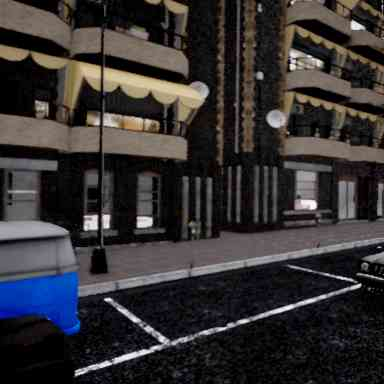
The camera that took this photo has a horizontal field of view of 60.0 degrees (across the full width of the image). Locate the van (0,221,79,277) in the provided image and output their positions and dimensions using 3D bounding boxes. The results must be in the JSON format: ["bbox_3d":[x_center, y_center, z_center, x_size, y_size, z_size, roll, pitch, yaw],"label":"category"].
[{"bbox_3d":[-3.461,1.318,4.096,3.998,1.788,1.690,0,1,-35],"label":"van"}]

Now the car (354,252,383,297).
[{"bbox_3d":[5.633,1.575,7.316,4.718,1.301,1.895,0,0,-35],"label":"car"}]

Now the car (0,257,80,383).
[{"bbox_3d":[-3.005,1.468,1.274,5.008,1.535,1.882,0,0,-35],"label":"car"}]
